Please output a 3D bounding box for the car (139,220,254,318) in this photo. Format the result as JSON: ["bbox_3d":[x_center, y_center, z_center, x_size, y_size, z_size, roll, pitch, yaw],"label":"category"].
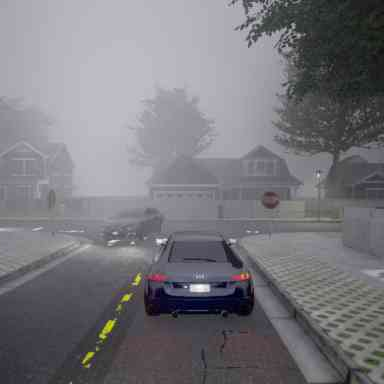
[{"bbox_3d":[0.105,1.562,7.514,1.994,1.385,4.181,0,0,-1],"label":"car"}]

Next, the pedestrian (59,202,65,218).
[{"bbox_3d":[-9.823,1.338,25.255,0.375,1.300,0.375,0,0,-1],"label":"pedestrian"}]

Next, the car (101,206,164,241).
[{"bbox_3d":[-2.765,1.501,16.418,1.837,1.490,4.892,-3,-1,12],"label":"car"}]
